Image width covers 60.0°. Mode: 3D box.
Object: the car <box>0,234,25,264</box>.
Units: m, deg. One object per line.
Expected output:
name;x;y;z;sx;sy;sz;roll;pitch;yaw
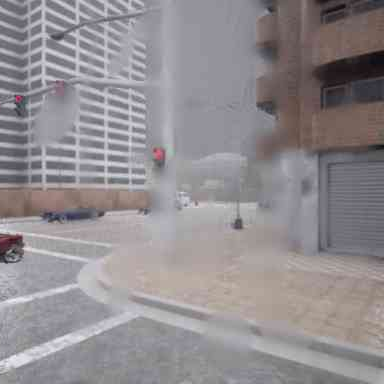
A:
car;-6.495;1.632;9.033;1.895;1.301;4.718;0;0;-1

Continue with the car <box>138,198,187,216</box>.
car;-3.178;1.617;34.497;2.033;1.411;5.357;0;0;35

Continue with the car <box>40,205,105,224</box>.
car;-9.217;1.669;25.956;1.895;1.301;4.718;0;0;35

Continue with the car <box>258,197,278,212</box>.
car;9.747;1.401;40.341;2.097;1.767;4.553;0;0;35
